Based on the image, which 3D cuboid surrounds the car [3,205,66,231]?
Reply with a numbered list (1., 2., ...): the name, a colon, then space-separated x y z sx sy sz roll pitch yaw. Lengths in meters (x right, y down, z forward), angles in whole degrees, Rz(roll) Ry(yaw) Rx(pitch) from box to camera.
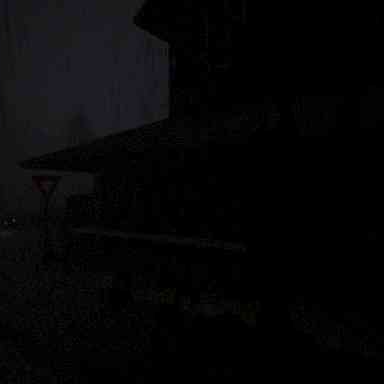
1. car: -9.685 1.620 21.818 1.837 1.490 4.892 0 0 35
